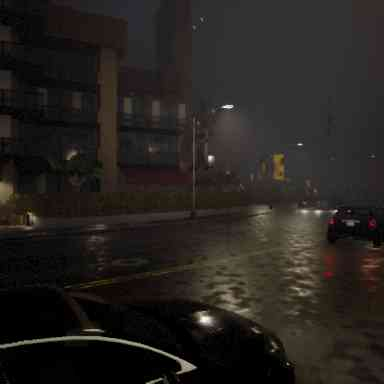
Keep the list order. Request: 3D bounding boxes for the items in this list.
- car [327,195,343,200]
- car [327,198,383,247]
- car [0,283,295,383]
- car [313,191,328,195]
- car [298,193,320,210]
[{"bbox_3d":[18.494,1.492,42.308,1.837,1.490,4.892,0,0,10],"label":"car"},{"bbox_3d":[7.964,1.343,15.297,2.097,1.767,4.553,0,0,42],"label":"car"},{"bbox_3d":[-1.265,1.504,2.405,4.892,1.490,1.837,0,0,-36],"label":"car"},{"bbox_3d":[34.339,1.210,86.109,2.185,1.767,4.553,0,0,-24],"label":"car"},{"bbox_3d":[15.085,1.326,43.076,2.097,1.767,4.553,0,0,9],"label":"car"}]
